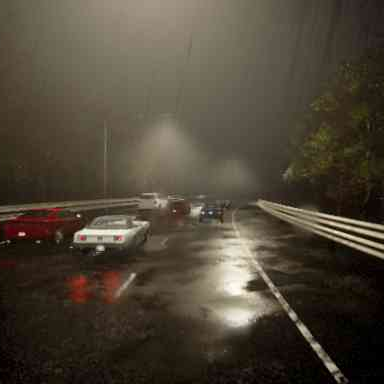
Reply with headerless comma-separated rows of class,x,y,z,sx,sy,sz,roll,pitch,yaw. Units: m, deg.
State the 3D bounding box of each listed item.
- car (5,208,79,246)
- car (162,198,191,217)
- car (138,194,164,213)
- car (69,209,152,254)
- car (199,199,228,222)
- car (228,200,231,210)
car,-6.344,1.457,15.174,1.882,1.535,5.008,0,0,3
car,-1.252,1.508,31.600,1.812,1.442,4.674,0,0,7
car,-4.157,1.186,36.130,2.150,2.045,5.566,0,0,8
car,-2.958,1.590,13.415,1.895,1.301,4.718,0,0,3
car,1.635,1.545,26.414,2.033,1.411,5.357,0,0,6
car,4.046,1.602,42.900,1.895,1.301,4.718,0,0,10
